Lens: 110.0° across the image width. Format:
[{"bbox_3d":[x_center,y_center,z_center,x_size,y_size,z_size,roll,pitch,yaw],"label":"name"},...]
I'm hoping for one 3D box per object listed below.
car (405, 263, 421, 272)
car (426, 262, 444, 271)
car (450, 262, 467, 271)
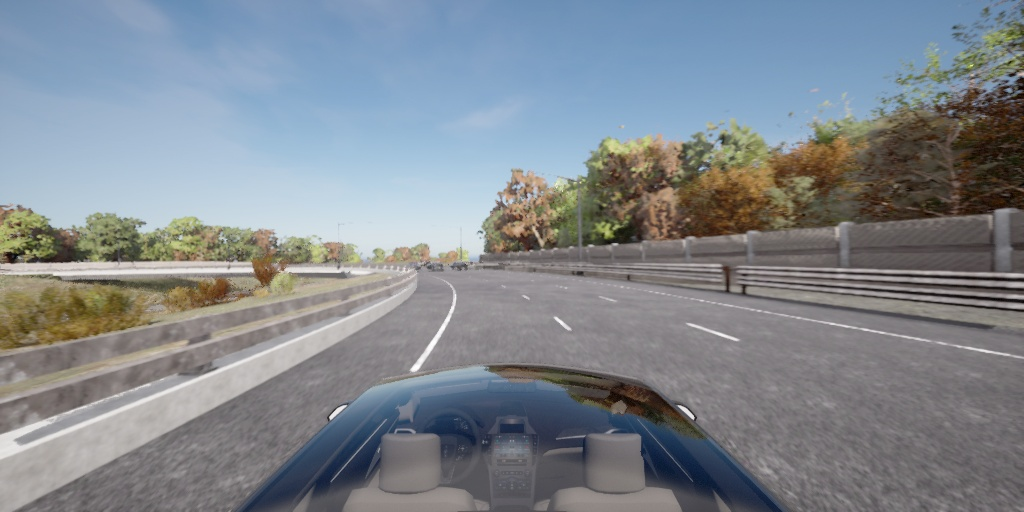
[{"bbox_3d":[-16.544,1.842,59.522,2.128,1.511,4.902,-1,0,-32],"label":"car"},{"bbox_3d":[-13.119,1.782,60.614,2.128,1.511,4.902,-1,0,-32],"label":"car"},{"bbox_3d":[-9.119,1.721,61.018,1.837,1.490,4.892,-1,0,-29],"label":"car"}]
